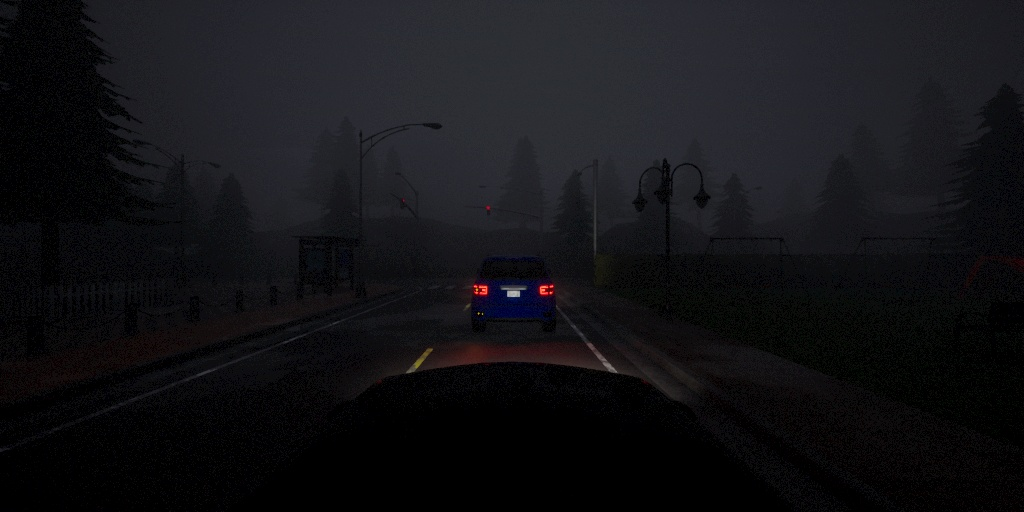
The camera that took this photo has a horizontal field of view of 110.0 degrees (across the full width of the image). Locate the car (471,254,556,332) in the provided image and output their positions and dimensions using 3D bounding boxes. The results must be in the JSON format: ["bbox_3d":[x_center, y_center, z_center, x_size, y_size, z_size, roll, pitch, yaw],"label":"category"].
[{"bbox_3d":[0.057,0.971,10.993,2.150,2.045,5.566,0,0,0],"label":"car"}]
